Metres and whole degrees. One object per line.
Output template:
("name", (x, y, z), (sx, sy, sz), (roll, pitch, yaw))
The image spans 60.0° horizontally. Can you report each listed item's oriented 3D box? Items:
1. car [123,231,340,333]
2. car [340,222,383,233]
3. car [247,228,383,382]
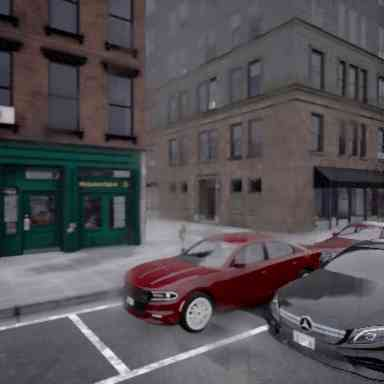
("car", (0.819, 1.546, 6.771), (4.507, 1.381, 1.887), (0, 0, -35))
("car", (5.307, 1.584, 9.971), (4.206, 1.307, 1.802), (0, 0, -35))
("car", (3.252, 1.527, 5.345), (4.674, 1.442, 1.812), (0, 0, -35))
